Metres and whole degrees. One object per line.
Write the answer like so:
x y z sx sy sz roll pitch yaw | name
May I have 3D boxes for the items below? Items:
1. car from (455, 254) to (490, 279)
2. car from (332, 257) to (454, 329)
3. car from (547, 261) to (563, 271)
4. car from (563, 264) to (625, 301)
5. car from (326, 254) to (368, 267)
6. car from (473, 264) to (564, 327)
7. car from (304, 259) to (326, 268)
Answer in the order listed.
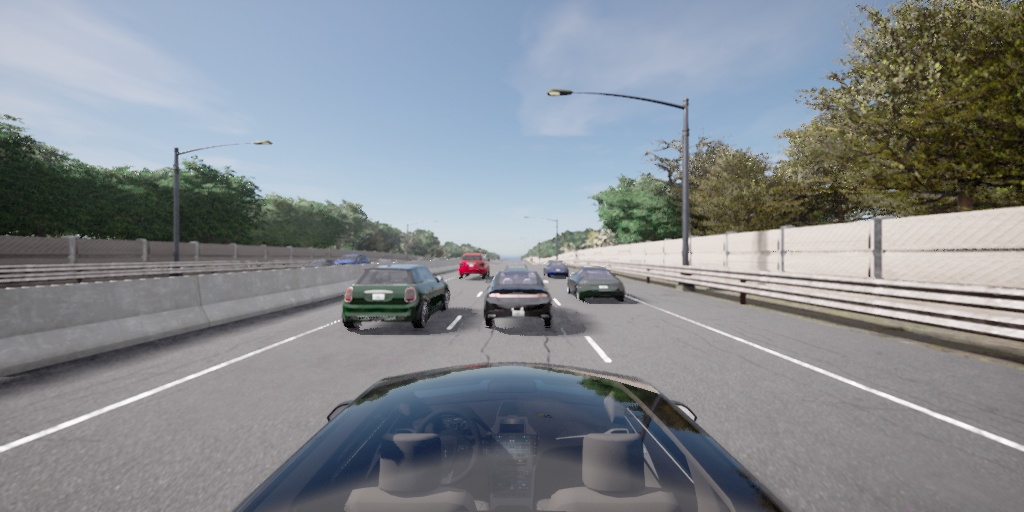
-3.129 0.822 30.517 2.150 2.045 5.566 0 0 1 | car
-3.331 1.037 11.159 2.097 1.767 4.553 0 0 1 | car
3.885 1.166 32.024 1.994 1.385 4.181 0 0 1 | car
3.735 1.216 16.556 1.994 1.385 4.181 0 0 1 | car
-17.241 0.823 38.714 2.150 2.045 5.566 0 0 1 | car
0.176 1.178 11.219 2.128 1.511 4.902 0 0 0 | car
-20.733 1.110 39.170 1.837 1.490 4.892 0 -1 1 | car
